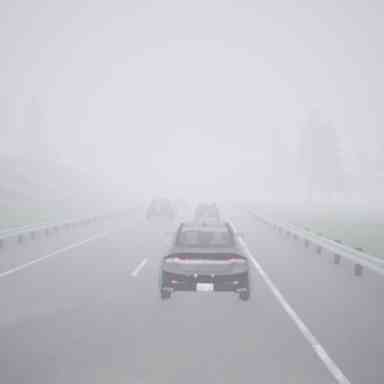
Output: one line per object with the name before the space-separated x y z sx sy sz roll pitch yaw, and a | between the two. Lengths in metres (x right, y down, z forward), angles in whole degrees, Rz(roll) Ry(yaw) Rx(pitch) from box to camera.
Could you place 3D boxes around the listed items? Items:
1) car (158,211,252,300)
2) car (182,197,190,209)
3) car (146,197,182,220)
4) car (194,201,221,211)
car | 0.315 1.470 8.322 2.128 1.511 4.902 0 0 2
car | -1.326 1.380 43.964 2.128 1.511 4.902 0 0 4
car | -2.325 1.279 27.258 2.097 1.767 4.553 0 0 4
car | 1.216 1.426 26.129 2.128 1.511 4.902 0 0 3
